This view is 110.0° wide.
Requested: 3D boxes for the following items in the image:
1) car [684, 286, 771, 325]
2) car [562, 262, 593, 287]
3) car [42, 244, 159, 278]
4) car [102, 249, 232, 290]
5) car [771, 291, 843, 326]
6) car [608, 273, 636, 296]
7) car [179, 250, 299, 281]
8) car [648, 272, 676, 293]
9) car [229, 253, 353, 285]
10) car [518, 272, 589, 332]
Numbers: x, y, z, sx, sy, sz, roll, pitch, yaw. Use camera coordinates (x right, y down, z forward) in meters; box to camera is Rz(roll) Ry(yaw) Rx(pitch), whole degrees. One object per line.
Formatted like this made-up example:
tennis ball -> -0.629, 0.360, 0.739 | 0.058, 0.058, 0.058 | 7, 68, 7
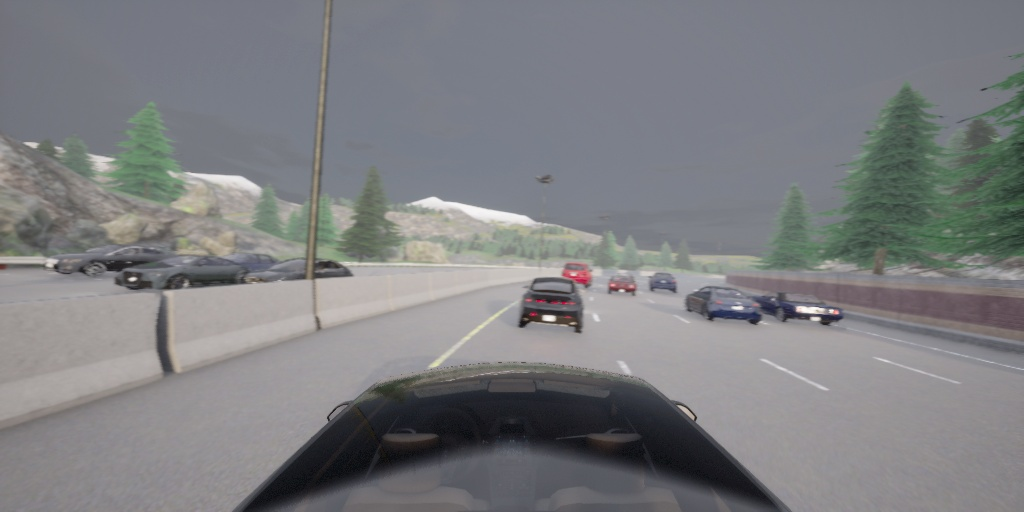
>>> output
car -> 9.182, 2.045, 15.930 | 1.994, 1.385, 4.181 | 4, -1, 11
car -> 5.492, 1.613, 30.188 | 2.150, 2.045, 5.566 | 3, -1, 16
car -> -19.118, 0.185, 17.575 | 2.128, 1.511, 4.902 | 4, -1, 10
car -> -12.603, 0.637, 14.164 | 1.994, 1.385, 4.181 | 4, -1, 9
car -> 12.873, 2.326, 16.811 | 1.895, 1.301, 4.718 | 4, -1, 12
car -> 8.074, 2.120, 26.549 | 1.895, 1.301, 4.718 | 3, -1, 15
car -> -15.101, 0.525, 20.367 | 2.033, 1.411, 5.357 | 4, -1, 11
car -> 13.594, 2.285, 32.566 | 2.097, 1.767, 4.553 | 3, -1, 18
car -> -8.876, 0.828, 15.358 | 1.837, 1.490, 4.892 | 3, -1, 10
car -> 1.368, 1.446, 11.888 | 1.837, 1.490, 4.892 | 3, -1, 9
